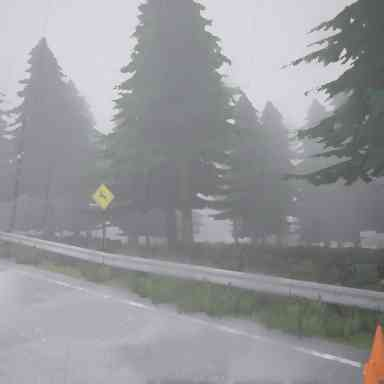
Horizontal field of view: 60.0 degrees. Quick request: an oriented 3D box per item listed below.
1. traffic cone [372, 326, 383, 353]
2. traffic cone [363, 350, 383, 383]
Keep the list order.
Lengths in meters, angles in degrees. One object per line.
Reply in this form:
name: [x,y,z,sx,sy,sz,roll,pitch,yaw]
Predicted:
traffic cone: [2.323,1.956,4.118,0.340,0.580,0.340,0,0,34]
traffic cone: [1.778,1.956,3.283,0.340,0.580,0.340,0,0,34]
